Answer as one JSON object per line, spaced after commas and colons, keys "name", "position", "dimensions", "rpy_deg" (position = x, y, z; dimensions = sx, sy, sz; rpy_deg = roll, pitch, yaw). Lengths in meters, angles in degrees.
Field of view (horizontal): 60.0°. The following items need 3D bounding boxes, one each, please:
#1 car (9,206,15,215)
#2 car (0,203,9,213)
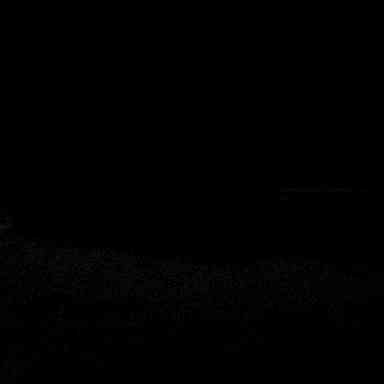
{"name": "car", "position": [-16.399, 1.647, 33.738], "dimensions": [1.802, 1.307, 4.206], "rpy_deg": [0, -1, 36]}
{"name": "car", "position": [-19.551, 1.302, 29.356], "dimensions": [2.192, 1.841, 5.009], "rpy_deg": [0, -1, 36]}
